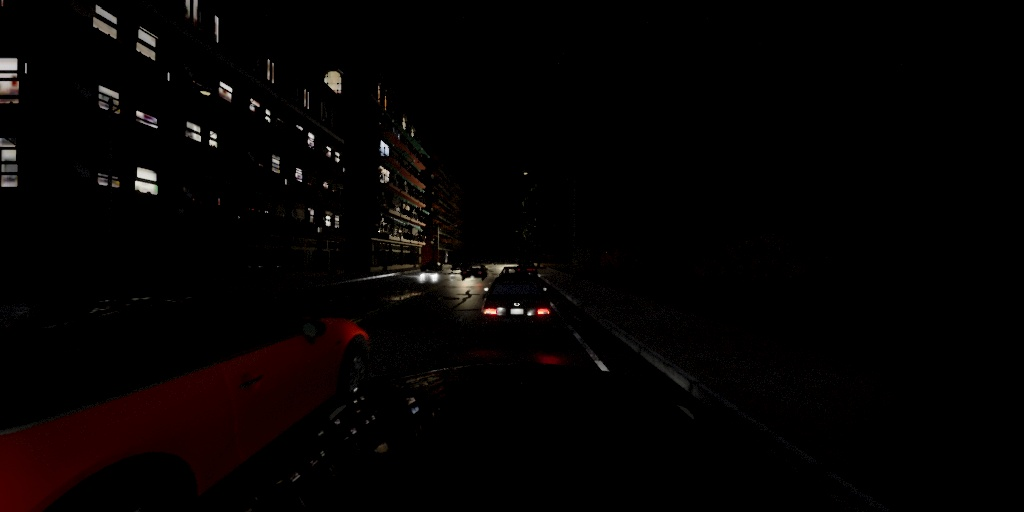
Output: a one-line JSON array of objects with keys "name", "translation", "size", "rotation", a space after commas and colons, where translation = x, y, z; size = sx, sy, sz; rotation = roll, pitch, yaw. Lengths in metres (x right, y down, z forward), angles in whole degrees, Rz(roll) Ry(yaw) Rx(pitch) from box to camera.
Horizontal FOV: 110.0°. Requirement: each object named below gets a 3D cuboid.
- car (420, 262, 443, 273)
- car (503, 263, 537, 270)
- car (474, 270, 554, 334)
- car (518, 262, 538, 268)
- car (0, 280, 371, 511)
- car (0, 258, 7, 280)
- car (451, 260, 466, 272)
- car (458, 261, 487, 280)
[{"name": "car", "translation": [-9.814, 1.354, 43.852], "size": [1.895, 1.301, 4.718], "rotation": [0, 0, 0]}, {"name": "car", "translation": [0.116, 1.300, 20.955], "size": [2.033, 1.411, 5.357], "rotation": [0, 0, 0]}, {"name": "car", "translation": [0.110, 1.299, 10.593], "size": [2.033, 1.411, 5.357], "rotation": [0, 0, 0]}, {"name": "car", "translation": [1.163, 1.259, 30.722], "size": [1.837, 1.490, 4.892], "rotation": [0, 0, 0]}, {"name": "car", "translation": [-3.150, 1.104, 3.497], "size": [2.097, 1.767, 4.553], "rotation": [0, 0, 0]}, {"name": "car", "translation": [-6.601, 0.971, 1.882], "size": [2.150, 2.045, 5.566], "rotation": [0, 0, 0]}, {"name": "car", "translation": [-6.561, 1.258, 45.465], "size": [1.837, 1.490, 4.892], "rotation": [0, 0, 0]}, {"name": "car", "translation": [-3.126, 1.354, 30.581], "size": [1.895, 1.301, 4.718], "rotation": [0, 0, 0]}]
